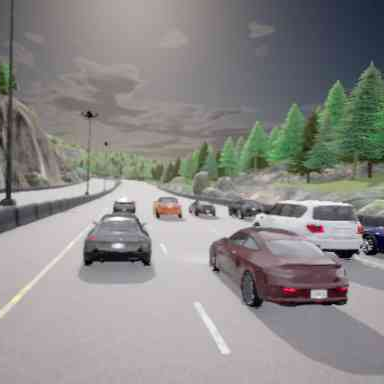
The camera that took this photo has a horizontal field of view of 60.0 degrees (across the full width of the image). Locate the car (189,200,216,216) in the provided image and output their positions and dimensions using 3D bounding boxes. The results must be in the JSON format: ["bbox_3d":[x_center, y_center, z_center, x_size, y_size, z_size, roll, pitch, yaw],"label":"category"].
[{"bbox_3d":[0.922,1.461,30.838,1.812,1.442,4.674,2,0,-11],"label":"car"}]

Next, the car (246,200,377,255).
[{"bbox_3d":[4.302,1.346,13.324,2.150,2.045,5.566,2,0,-11],"label":"car"}]

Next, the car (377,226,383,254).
[{"bbox_3d":[8.149,1.632,11.819,2.097,1.767,4.553,2,0,-11],"label":"car"}]

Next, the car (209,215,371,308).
[{"bbox_3d":[1.756,1.568,7.988,1.812,1.442,4.674,2,0,-11],"label":"car"}]

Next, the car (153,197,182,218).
[{"bbox_3d":[-2.152,1.175,28.337,2.097,1.767,4.553,2,0,-11],"label":"car"}]

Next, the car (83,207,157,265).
[{"bbox_3d":[-2.410,1.433,11.120,1.994,1.385,4.181,2,0,-11],"label":"car"}]

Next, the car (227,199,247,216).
[{"bbox_3d":[4.716,1.440,29.663,2.097,1.767,4.553,2,0,-11],"label":"car"}]

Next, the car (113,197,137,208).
[{"bbox_3d":[-5.751,1.173,28.505,2.128,1.511,4.902,2,0,-11],"label":"car"}]
